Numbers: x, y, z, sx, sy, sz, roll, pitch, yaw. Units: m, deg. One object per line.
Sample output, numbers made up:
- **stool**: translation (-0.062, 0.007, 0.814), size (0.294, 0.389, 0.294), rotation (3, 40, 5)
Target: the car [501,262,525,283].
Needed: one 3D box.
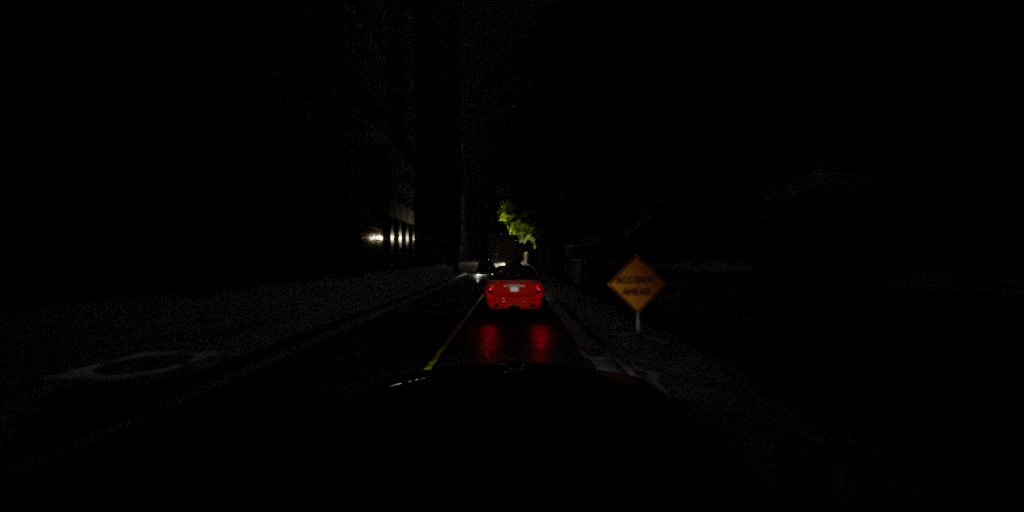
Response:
- **car**: translation (0.097, 1.272, 29.905), size (1.837, 1.490, 4.892), rotation (0, 1, 0)

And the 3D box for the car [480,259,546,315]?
- **car**: translation (0.088, 1.116, 13.870), size (2.097, 1.767, 4.553), rotation (0, 0, 0)

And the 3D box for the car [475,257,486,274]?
- **car**: translation (-3.078, 1.236, 42.460), size (1.882, 1.535, 5.008), rotation (0, 0, 0)

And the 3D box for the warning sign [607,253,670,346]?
- **warning sign**: translation (2.720, 0.875, 7.735), size (1.300, 1.860, 1.060), rotation (0, 0, 0)
